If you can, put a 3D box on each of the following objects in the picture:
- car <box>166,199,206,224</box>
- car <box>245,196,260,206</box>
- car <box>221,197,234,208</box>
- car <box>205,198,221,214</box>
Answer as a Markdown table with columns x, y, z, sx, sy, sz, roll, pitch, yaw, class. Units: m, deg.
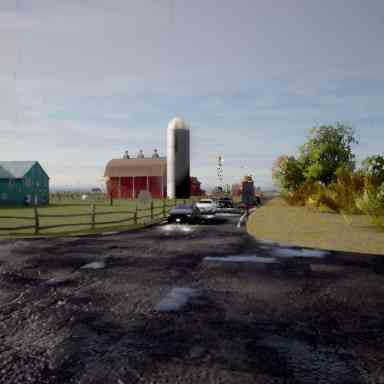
| x | y | z | sx | sy | sz | roll | pitch | yaw | class |
| --- | --- | --- | --- | --- | --- | --- | --- | --- | --- |
| -0.491 | 1.536 | 25.445 | 2.033 | 1.411 | 5.357 | 0 | 0 | 10 | car |
| 10.090 | 1.517 | 56.339 | 1.812 | 1.442 | 4.674 | 0 | 0 | 15 | car |
| 4.790 | 1.488 | 47.655 | 1.837 | 1.490 | 4.892 | 0 | 0 | 15 | car |
| 1.507 | 1.511 | 35.073 | 1.812 | 1.442 | 4.674 | 0 | 0 | 14 | car |
